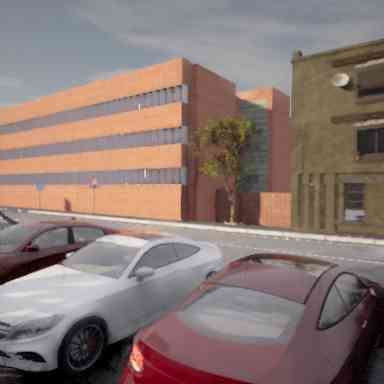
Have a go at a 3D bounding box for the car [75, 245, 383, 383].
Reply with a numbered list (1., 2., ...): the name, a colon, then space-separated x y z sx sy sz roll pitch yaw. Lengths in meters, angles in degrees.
1. car: 1.207 1.510 4.128 2.002 1.452 4.674 1 1 35

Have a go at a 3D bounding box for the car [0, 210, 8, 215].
1. car: -5.718 1.217 9.027 2.185 1.767 4.553 1 1 35

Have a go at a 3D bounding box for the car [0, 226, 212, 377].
1. car: -1.098 1.471 5.777 2.002 1.452 4.674 1 1 35

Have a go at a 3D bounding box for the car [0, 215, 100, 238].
1. car: -3.397 1.386 7.418 2.097 1.535 5.008 1 1 35
